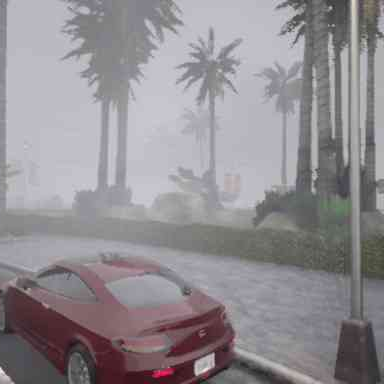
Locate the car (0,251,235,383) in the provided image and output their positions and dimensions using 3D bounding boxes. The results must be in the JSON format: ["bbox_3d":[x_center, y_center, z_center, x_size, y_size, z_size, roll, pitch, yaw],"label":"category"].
[{"bbox_3d":[-1.479,1.666,5.122,1.812,1.442,4.674,2,-2,-45],"label":"car"}]
